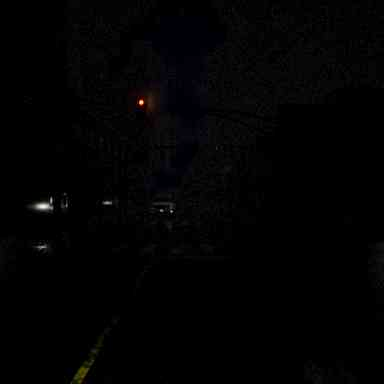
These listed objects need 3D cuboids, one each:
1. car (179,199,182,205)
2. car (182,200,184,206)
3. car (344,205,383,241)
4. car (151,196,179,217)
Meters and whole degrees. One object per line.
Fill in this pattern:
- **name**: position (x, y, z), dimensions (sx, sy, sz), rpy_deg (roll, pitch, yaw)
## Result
- **car**: position (-2.776, 1.846, 46.205), dimensions (2.033, 1.411, 5.357), rpy_deg (0, -1, 0)
- **car**: position (-2.647, 2.120, 66.778), dimensions (1.837, 1.490, 4.892), rpy_deg (0, -1, 0)
- **car**: position (10.842, 1.642, 17.862), dimensions (5.009, 1.841, 2.192), rpy_deg (1, -1, 0)
- **car**: position (-2.796, 1.392, 33.349), dimensions (2.150, 2.045, 5.566), rpy_deg (0, 0, 0)
